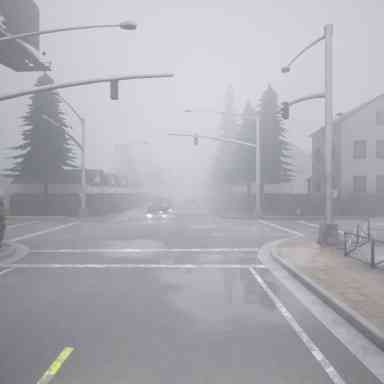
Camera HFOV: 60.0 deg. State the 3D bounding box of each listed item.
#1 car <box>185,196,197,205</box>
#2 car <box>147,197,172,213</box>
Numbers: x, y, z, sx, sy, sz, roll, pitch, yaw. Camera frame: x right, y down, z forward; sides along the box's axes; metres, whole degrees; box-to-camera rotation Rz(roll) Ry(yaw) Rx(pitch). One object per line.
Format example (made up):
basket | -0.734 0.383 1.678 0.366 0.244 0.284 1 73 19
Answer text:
car | -0.140 1.491 59.194 2.128 1.511 4.902 0 0 0
car | -3.686 1.352 36.990 2.097 1.767 4.553 0 0 0
